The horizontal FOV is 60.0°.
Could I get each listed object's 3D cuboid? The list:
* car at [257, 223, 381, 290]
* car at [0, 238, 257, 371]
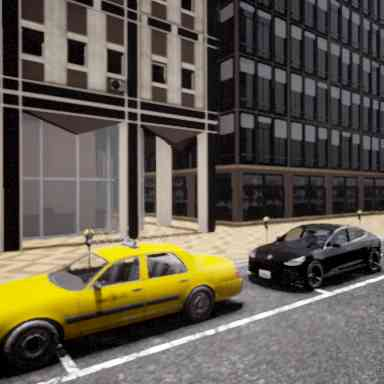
[{"bbox_3d":[3.480,1.546,9.068,4.313,1.339,1.947,0,0,-36],"label":"car"},{"bbox_3d":[-1.288,1.520,5.651,4.829,1.417,1.752,0,0,-36],"label":"car"}]
